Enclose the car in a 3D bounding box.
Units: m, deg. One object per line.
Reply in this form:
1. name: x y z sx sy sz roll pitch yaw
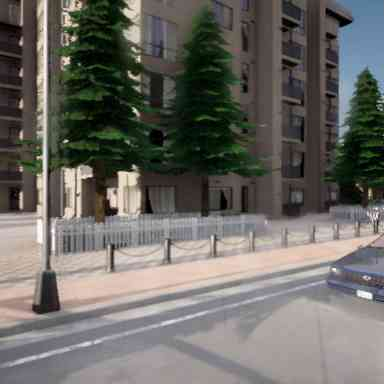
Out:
1. car: 5.446 1.551 7.809 5.357 1.411 2.033 0 0 -35
